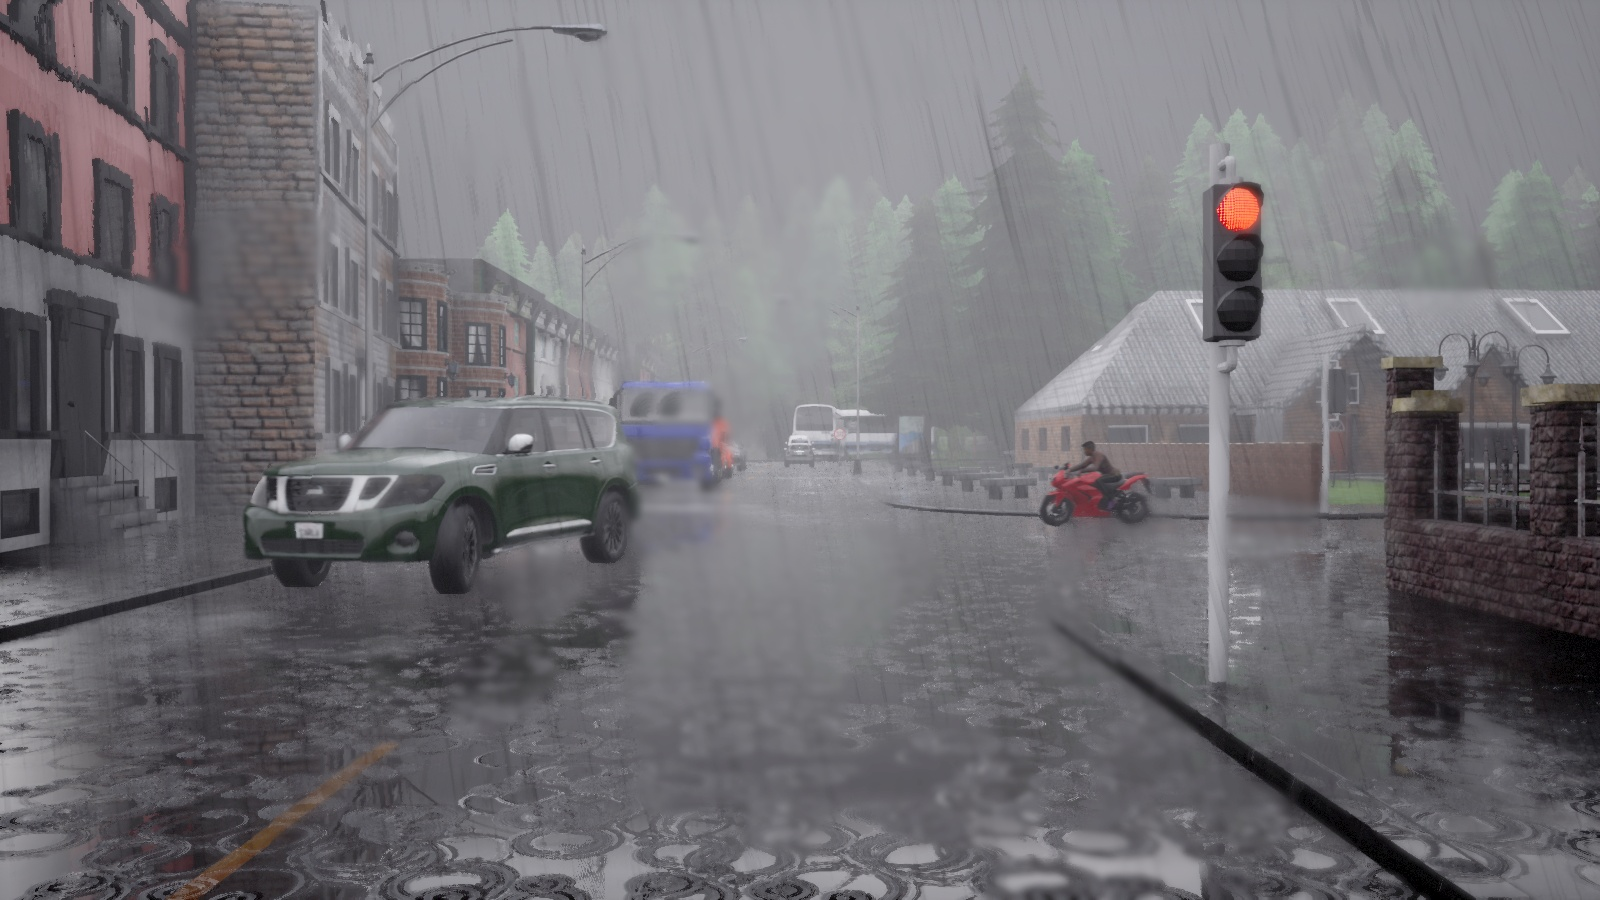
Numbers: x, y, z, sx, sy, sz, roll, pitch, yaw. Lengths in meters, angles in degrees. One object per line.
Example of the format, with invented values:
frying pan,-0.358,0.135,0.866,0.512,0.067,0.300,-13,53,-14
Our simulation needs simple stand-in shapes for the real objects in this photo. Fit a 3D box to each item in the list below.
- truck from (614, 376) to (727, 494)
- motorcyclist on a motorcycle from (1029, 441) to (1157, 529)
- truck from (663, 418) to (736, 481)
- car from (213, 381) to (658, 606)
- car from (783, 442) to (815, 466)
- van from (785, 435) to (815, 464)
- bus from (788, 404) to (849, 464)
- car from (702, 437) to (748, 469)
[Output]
truck,-4.047,-0.470,41.022,2.891,3.462,7.936,0,0,0
motorcyclist on a motorcycle,5.154,0.608,22.178,2.044,1.523,0.797,0,1,-4
truck,-4.061,-0.035,51.564,2.627,2.467,5.204,0,0,0
car,-3.753,0.381,14.352,2.150,2.045,5.566,0,0,17
car,-0.034,0.264,79.399,1.970,1.475,3.806,0,0,0
van,-0.025,-0.033,89.082,2.069,2.038,4.480,0,0,0
bus,1.568,-1.116,97.396,3.944,4.253,10.273,0,-2,5
car,-4.042,0.136,68.438,2.152,1.651,5.027,0,0,0
